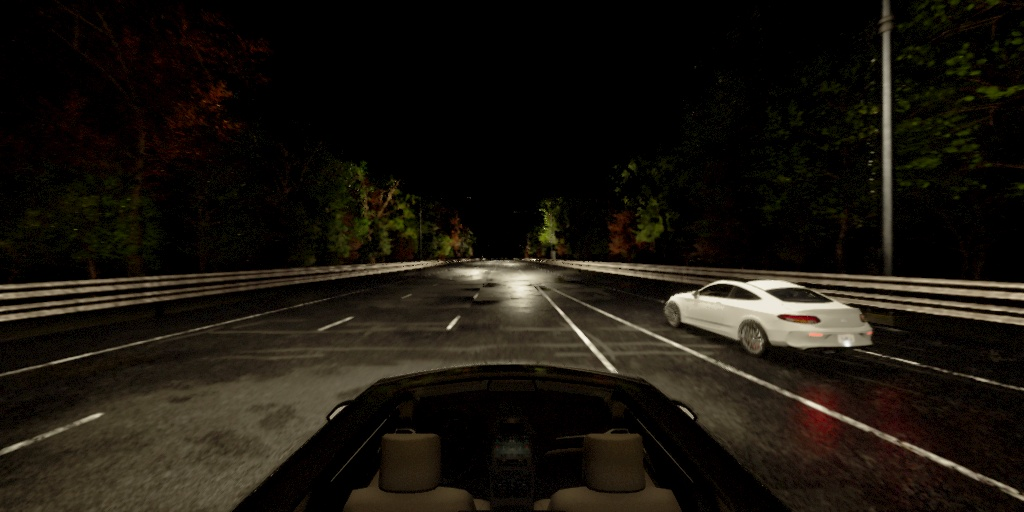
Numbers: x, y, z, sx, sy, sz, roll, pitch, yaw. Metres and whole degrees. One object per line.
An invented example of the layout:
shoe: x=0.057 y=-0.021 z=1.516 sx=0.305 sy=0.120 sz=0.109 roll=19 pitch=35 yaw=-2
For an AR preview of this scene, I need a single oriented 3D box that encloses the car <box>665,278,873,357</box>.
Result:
car: x=5.487 y=1.246 z=8.424 sx=1.812 sy=1.442 sz=4.674 roll=0 pitch=0 yaw=-6
